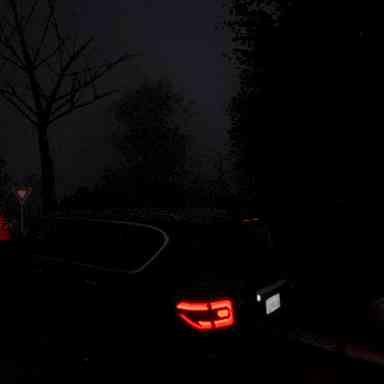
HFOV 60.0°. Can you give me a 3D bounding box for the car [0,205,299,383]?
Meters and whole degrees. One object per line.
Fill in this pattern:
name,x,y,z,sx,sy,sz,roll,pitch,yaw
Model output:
car,-1.255,1.223,5.054,5.566,2.045,2.150,0,0,39
